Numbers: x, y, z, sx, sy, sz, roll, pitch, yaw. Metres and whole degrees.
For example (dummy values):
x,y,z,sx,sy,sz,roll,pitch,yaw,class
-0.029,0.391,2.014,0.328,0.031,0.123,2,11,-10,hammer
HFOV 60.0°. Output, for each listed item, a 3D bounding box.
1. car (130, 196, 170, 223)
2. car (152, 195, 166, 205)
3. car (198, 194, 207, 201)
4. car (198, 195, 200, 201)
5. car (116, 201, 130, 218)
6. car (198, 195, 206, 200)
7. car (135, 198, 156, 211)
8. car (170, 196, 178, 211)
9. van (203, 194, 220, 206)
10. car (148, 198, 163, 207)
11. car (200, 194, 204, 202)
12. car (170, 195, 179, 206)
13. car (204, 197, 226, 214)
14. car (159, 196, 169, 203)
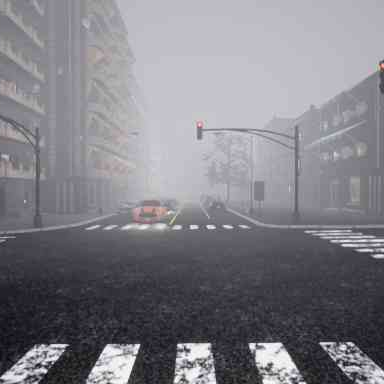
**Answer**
x,y,z,sx,sy,sz,roll,pitch,yaw,class
-3.108,1.346,25.442,2.097,1.767,4.553,0,0,0,car
-5.712,1.417,57.856,1.967,1.590,4.097,0,0,0,car
2.661,1.396,85.518,1.967,1.590,4.097,0,0,0,car
2.663,1.280,74.451,2.192,1.841,5.009,0,0,0,car
-5.703,1.542,30.188,2.008,1.369,4.403,0,0,0,car
2.661,1.495,91.052,1.887,1.381,4.507,0,0,0,car
-5.705,1.531,41.255,1.887,1.381,4.507,0,0,0,car
-3.104,1.552,39.847,1.994,1.385,4.181,0,0,0,car
2.673,1.327,41.250,1.690,1.788,3.998,0,0,0,van
-5.709,1.562,52.323,1.802,1.307,4.206,0,0,0,car
2.671,1.420,52.318,1.967,1.590,4.097,0,0,0,car
-3.096,1.543,53.291,1.994,1.385,4.181,0,0,0,car
2.677,1.555,35.717,1.947,1.339,4.313,0,0,0,car
-5.713,1.551,68.923,1.802,1.307,4.206,0,0,0,car
